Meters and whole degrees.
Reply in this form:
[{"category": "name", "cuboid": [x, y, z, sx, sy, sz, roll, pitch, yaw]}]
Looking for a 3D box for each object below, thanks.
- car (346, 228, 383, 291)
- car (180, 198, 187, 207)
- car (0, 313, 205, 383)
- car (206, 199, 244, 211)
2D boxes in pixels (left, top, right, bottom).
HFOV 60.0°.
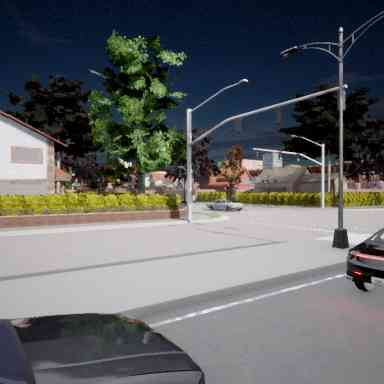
[{"category": "car", "cuboid": [5.524, 1.474, 7.671, 4.902, 1.511, 2.128, 0, 0, -35]}, {"category": "car", "cuboid": [-2.103, 1.483, 46.613, 1.895, 1.301, 4.718, 0, 0, -36]}, {"category": "car", "cuboid": [-2.418, 1.543, 2.021, 5.357, 1.411, 2.033, 0, 0, -36]}, {"category": "car", "cuboid": [3.780, 1.505, 38.442, 1.895, 1.301, 4.718, 0, 0, -36]}]
